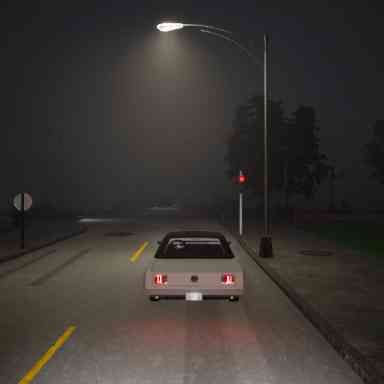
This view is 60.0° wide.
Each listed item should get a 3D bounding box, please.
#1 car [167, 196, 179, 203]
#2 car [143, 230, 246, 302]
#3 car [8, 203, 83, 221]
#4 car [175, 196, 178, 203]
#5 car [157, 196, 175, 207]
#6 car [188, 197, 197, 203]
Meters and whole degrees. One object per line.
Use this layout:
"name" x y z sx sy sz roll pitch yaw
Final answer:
"car" -3.967 1.540 70.143 2.033 1.411 5.357 0 0 0
"car" 0.060 1.601 8.233 1.895 1.301 4.718 0 0 0
"car" -11.582 1.547 26.412 5.357 1.411 2.033 0 0 -2
"car" -4.044 1.547 59.802 2.033 1.411 5.357 0 0 0
"car" -4.072 1.505 50.104 1.837 1.490 4.892 0 0 0
"car" 0.033 1.601 69.423 1.895 1.301 4.718 0 0 0
